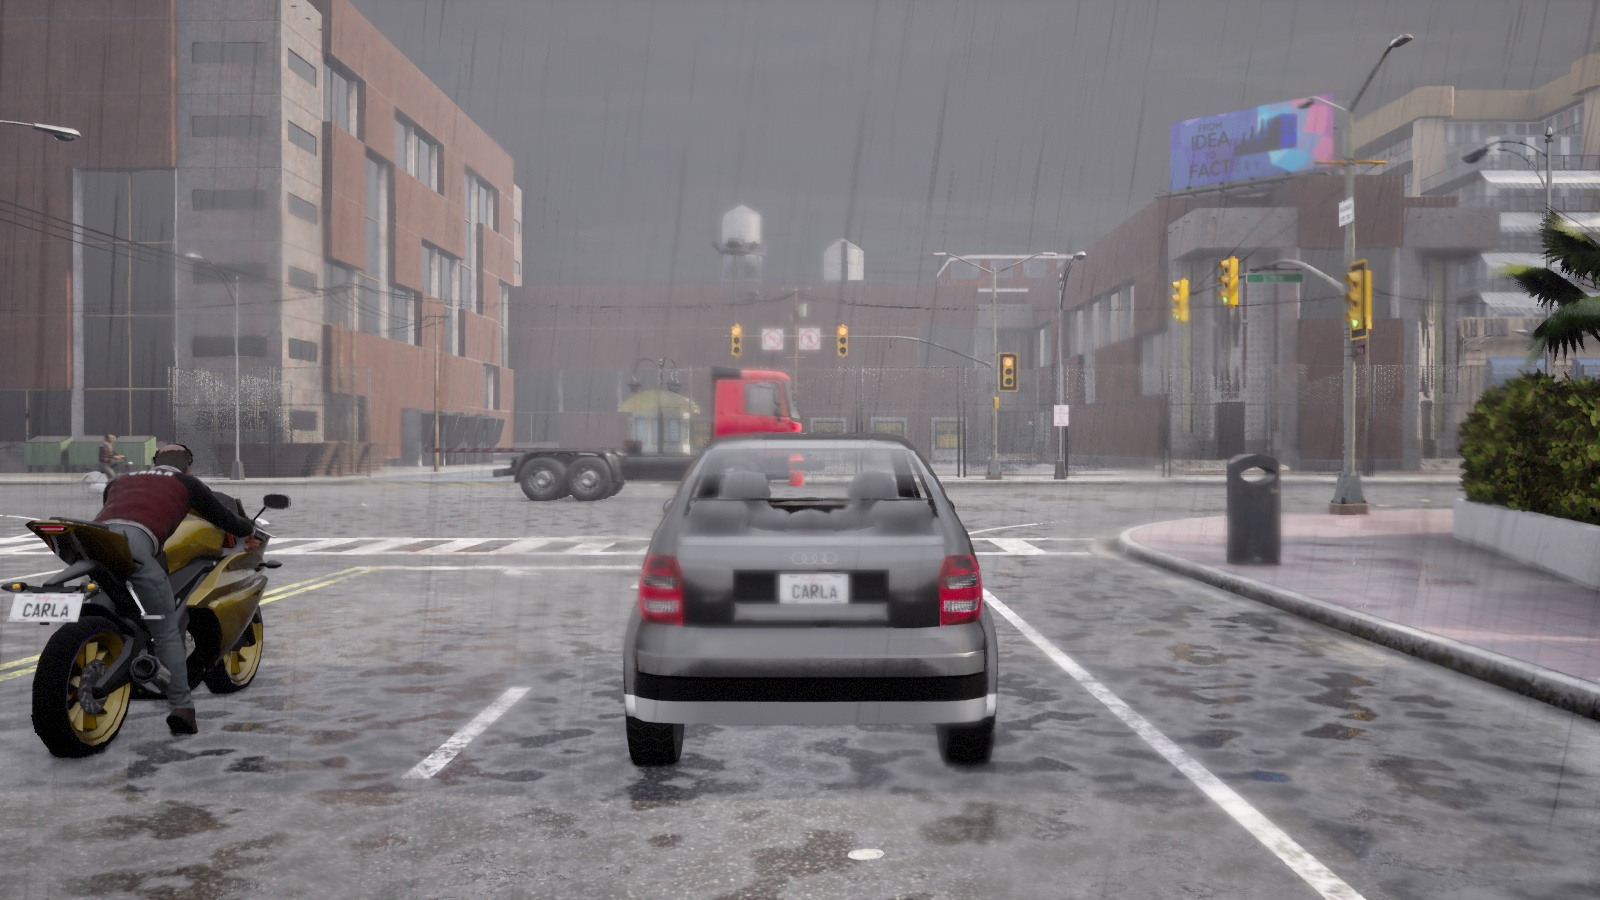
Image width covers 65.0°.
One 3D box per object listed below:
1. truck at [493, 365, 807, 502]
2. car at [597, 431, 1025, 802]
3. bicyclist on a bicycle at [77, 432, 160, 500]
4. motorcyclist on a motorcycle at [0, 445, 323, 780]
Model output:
[{"bbox_3d":[-3.789,-0.426,33.207,7.936,3.462,2.891,0,0,1],"label":"truck"},{"bbox_3d":[0.051,0.685,7.106,1.789,1.549,3.705,0,0,0],"label":"car"},{"bbox_3d":[-18.108,0.414,33.404,1.843,1.776,0.659,0,0,1],"label":"bicyclist on a bicycle"},{"bbox_3d":[-3.454,0.740,6.842,0.866,1.530,2.191,0,0,0],"label":"motorcyclist on a motorcycle"}]
